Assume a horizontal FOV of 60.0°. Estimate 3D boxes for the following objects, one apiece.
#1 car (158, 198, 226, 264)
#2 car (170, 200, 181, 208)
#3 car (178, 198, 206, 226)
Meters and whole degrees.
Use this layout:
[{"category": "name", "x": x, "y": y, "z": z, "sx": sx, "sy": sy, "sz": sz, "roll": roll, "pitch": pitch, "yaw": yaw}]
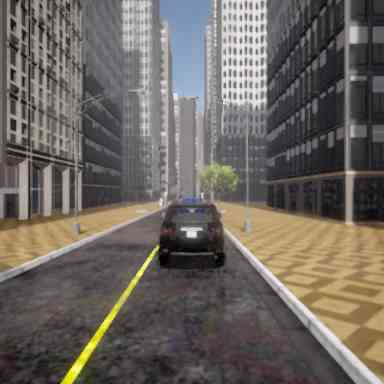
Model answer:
[{"category": "car", "x": 0.012, "y": 1.355, "z": 12.511, "sx": 2.150, "sy": 2.045, "sz": 5.566, "roll": 0, "pitch": 0, "yaw": 0}, {"category": "car", "x": -3.033, "y": 2.201, "z": 62.114, "sx": 1.812, "sy": 1.442, "sz": 4.674, "roll": 0, "pitch": -1, "yaw": 1}, {"category": "car", "x": 0.013, "y": 1.513, "z": 27.520, "sx": 2.150, "sy": 2.045, "sz": 5.566, "roll": 0, "pitch": 0, "yaw": 0}]
